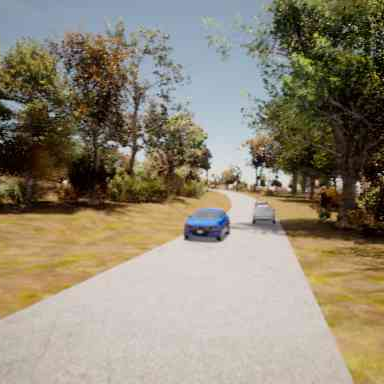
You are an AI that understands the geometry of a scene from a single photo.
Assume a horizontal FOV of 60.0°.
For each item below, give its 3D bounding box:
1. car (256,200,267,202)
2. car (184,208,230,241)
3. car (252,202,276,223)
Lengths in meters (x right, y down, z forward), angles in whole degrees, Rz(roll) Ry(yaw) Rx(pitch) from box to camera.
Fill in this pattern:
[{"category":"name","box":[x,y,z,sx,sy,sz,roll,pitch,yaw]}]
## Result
[{"category":"car","box":[9.181,1.779,44.240,2.128,1.511,4.902,0,1,9]},{"category":"car","box":[0.930,1.628,17.980,1.882,1.535,5.008,1,-1,13]},{"category":"car","box":[6.204,1.862,28.713,1.812,1.442,4.674,0,-1,12]}]
